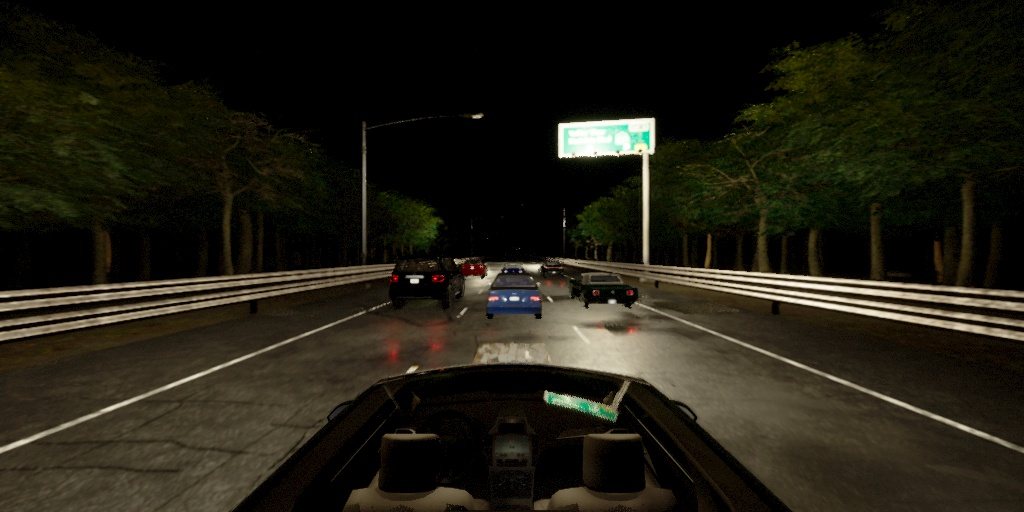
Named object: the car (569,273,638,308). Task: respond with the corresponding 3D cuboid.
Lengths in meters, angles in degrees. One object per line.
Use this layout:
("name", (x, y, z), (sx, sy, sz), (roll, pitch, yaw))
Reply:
("car", (3.602, 1.348, 15.079), (1.895, 1.301, 4.718), (0, 0, 0))

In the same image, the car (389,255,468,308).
("car", (-3.399, 0.969, 15.192), (2.150, 2.045, 5.566), (0, 0, 0))

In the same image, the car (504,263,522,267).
("car", (0.104, 1.310, 31.677), (1.895, 1.301, 4.718), (0, 0, 0))

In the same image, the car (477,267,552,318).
("car", (0.081, 1.296, 13.008), (2.033, 1.411, 5.357), (0, 0, 0))

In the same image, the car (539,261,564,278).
("car", (3.603, 1.197, 33.035), (2.128, 1.511, 4.902), (0, 0, 0))

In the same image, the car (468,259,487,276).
("car", (-3.397, 1.058, 32.789), (2.097, 1.767, 4.553), (0, 0, 0))
